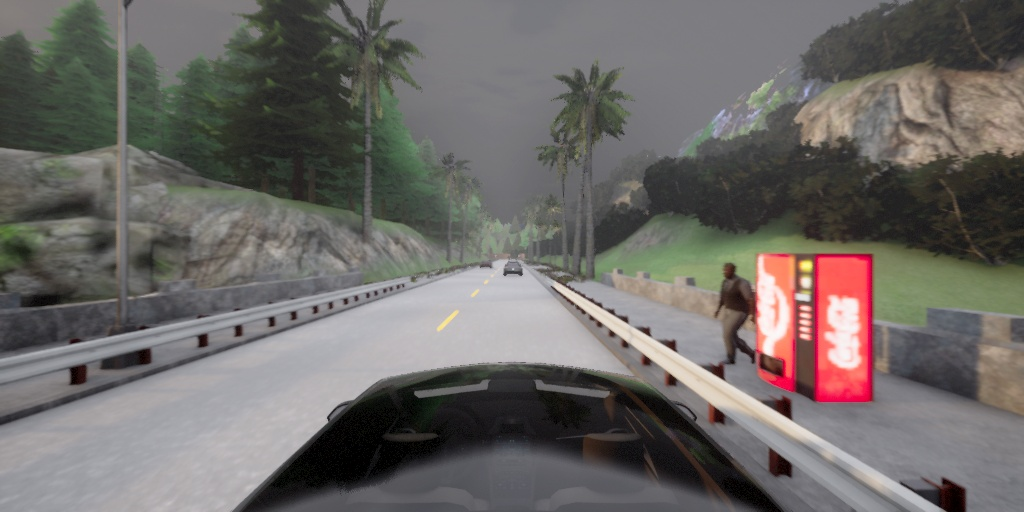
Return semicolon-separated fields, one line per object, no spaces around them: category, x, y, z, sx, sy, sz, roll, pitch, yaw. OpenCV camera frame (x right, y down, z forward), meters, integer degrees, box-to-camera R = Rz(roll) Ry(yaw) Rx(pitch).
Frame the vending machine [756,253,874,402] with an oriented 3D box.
vending machine;4.303;0.944;5.196;1.100;2.100;0.880;0;0;0

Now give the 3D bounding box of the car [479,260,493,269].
car;-4.004;1.336;56.327;1.895;1.301;4.718;0;0;1

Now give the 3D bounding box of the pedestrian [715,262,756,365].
pedestrian;3.816;0.938;6.132;0.375;1.860;0.375;0;0;0

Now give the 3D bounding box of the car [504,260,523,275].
car;0.121;1.303;38.550;1.994;1.385;4.181;0;0;0
